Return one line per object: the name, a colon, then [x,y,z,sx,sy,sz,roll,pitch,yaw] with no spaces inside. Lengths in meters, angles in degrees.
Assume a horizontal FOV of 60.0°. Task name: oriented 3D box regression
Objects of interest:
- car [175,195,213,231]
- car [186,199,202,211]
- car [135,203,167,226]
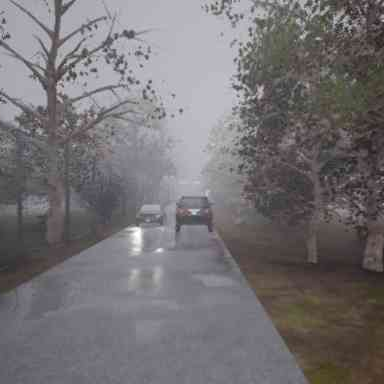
car: [0.144,1.223,20.673,2.150,2.045,5.566,0,0,1]
car: [0.233,1.605,42.786,1.895,1.301,4.718,0,0,0]
car: [-2.799,1.527,23.461,1.812,1.442,4.674,0,0,0]
